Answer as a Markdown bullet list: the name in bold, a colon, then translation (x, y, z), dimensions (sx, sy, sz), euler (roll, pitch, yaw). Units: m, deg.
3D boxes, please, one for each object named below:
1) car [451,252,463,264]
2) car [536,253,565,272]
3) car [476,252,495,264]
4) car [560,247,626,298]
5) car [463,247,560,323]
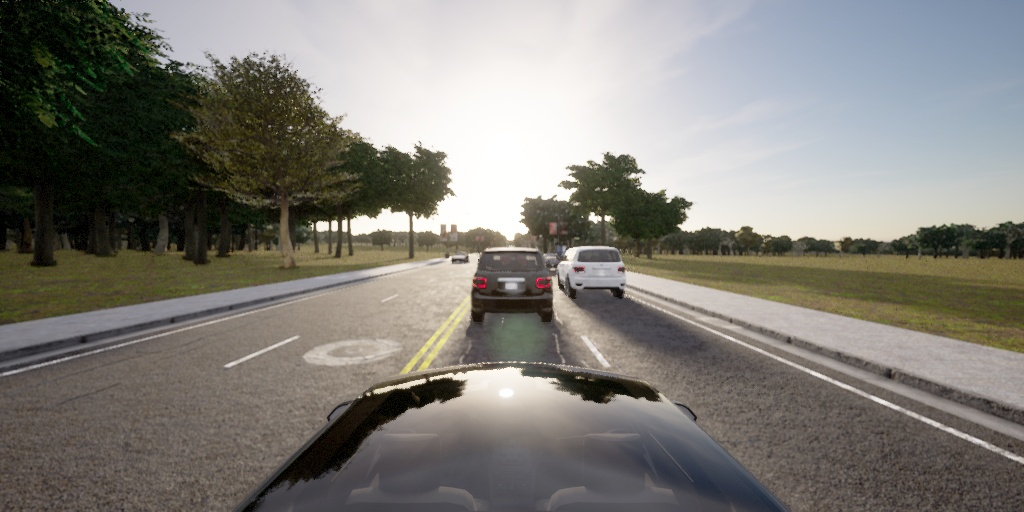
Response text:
- **car**: translation (-6.599, 0.213, 46.253), dimensions (2.033, 1.411, 5.357), euler (0, 1, 0)
- **car**: translation (3.332, 0.499, 32.006), dimensions (2.128, 1.511, 4.902), euler (0, 1, 0)
- **car**: translation (-3.350, 0.213, 46.253), dimensions (2.033, 1.411, 5.357), euler (0, 1, 0)
- **car**: translation (3.335, 0.617, 15.914), dimensions (2.150, 2.045, 5.566), euler (0, 1, 1)
- **car**: translation (0.047, 0.736, 11.219), dimensions (2.150, 2.045, 5.566), euler (0, 2, 1)
